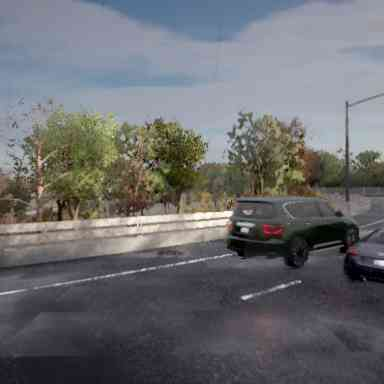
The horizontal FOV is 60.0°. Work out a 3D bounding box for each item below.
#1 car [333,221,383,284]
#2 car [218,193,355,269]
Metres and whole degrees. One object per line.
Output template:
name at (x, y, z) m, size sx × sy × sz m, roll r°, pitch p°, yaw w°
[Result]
car at (5.666, 1.517, 8.585) m, size 4.181 × 1.385 × 1.994 m, roll 0°, pitch 0°, yaw -41°
car at (3.556, 1.175, 11.298) m, size 5.566 × 2.045 × 2.150 m, roll 0°, pitch 0°, yaw -41°
